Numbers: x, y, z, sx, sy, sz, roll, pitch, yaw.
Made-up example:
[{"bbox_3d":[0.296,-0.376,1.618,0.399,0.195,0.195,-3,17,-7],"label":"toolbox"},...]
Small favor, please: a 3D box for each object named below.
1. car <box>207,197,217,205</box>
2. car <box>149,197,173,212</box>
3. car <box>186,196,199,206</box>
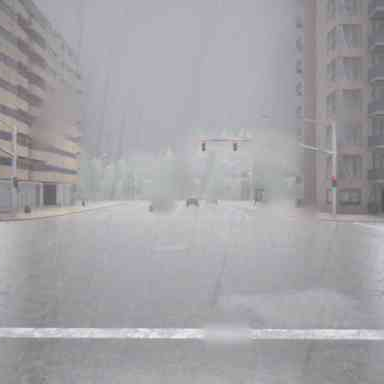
[{"bbox_3d":[3.704,1.543,60.774,2.033,1.411,5.357,0,0,4],"label":"car"},{"bbox_3d":[-3.624,1.349,38.272,2.097,1.767,4.553,0,0,0],"label":"car"},{"bbox_3d":[0.058,1.500,54.151,1.837,1.490,4.892,0,0,0],"label":"car"}]
